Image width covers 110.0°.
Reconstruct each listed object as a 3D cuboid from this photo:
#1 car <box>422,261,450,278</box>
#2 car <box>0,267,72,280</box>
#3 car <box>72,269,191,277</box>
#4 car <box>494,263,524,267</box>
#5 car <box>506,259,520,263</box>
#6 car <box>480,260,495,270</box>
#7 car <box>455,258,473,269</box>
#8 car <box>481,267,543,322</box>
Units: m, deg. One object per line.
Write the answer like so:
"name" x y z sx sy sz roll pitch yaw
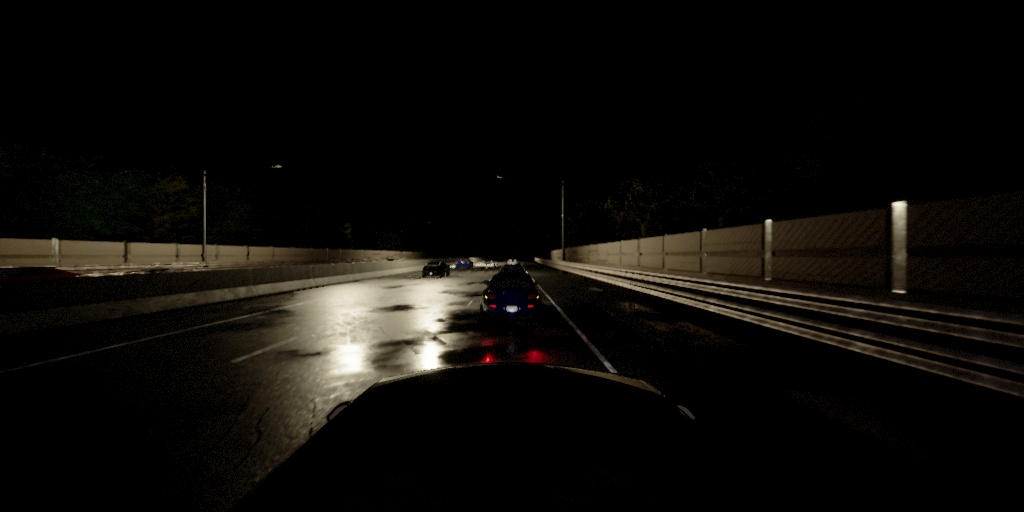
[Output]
"car" -6.903 1.210 32.948 1.837 1.490 4.892 0 1 0
"car" -24.503 1.263 17.834 1.812 1.442 4.674 0 0 0
"car" -17.502 1.341 17.869 2.033 1.411 5.357 0 0 0
"car" -0.003 1.318 23.990 1.895 1.301 4.718 0 0 0
"car" 0.095 1.193 34.817 2.128 1.511 4.902 0 0 0
"car" -3.399 1.259 51.083 1.895 1.301 4.718 0 0 0
"car" -6.893 1.006 52.148 2.097 1.767 4.553 0 0 0
"car" -0.002 1.260 12.064 1.812 1.442 4.674 0 0 0
